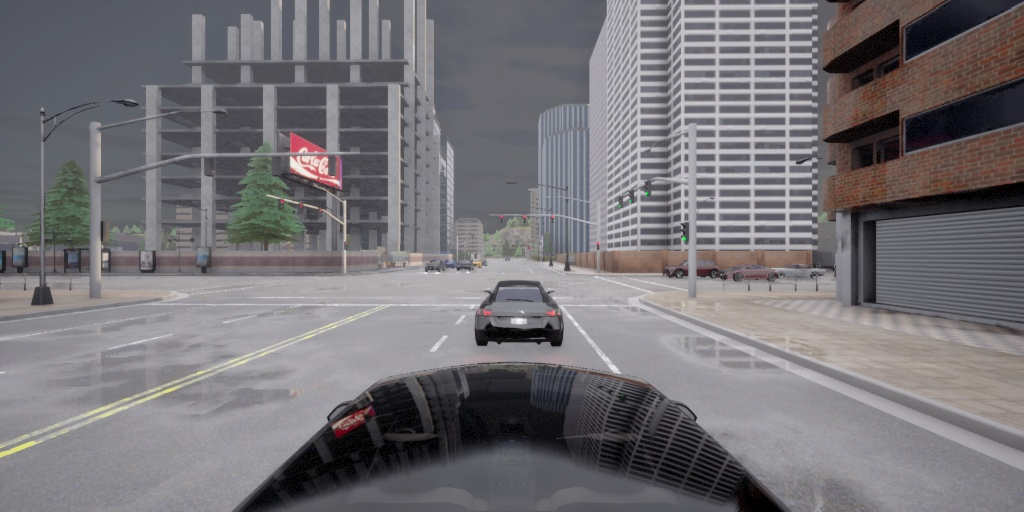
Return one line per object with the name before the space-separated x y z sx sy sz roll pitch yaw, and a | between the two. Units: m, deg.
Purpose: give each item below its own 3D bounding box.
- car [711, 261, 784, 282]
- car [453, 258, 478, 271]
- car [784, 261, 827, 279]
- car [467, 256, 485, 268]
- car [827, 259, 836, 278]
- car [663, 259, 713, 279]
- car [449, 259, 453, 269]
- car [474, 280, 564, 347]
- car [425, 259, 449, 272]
car | 18.793 1.314 28.767 4.181 1.385 1.994 0 0 1
car | -6.290 1.297 49.090 2.033 1.411 5.357 0 0 1
car | 25.061 1.351 32.184 4.718 1.301 1.895 0 0 1
car | -6.091 1.228 59.399 1.882 1.535 5.008 0 0 1
car | 28.679 1.228 28.630 5.008 1.535 1.882 0 0 1
car | 16.068 1.102 32.301 4.553 1.767 2.097 0 0 1
car | -9.665 1.228 55.701 1.882 1.535 5.008 0 0 1
car | 0.188 1.314 9.392 1.994 1.385 4.181 0 0 1
car | -9.839 1.255 46.207 1.837 1.490 4.892 0 0 1
